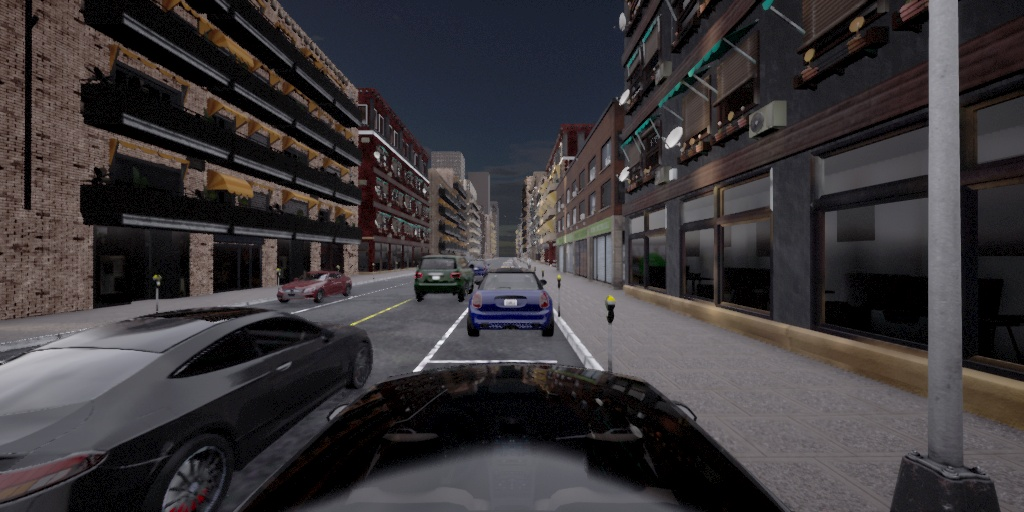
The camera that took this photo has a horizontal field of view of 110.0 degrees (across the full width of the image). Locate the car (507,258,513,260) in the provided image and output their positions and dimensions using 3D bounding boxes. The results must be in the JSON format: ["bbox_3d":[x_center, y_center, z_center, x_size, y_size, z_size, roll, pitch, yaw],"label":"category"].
[{"bbox_3d":[-0.456,1.275,39.173,1.751,1.417,4.829,0,0,0],"label":"car"}]

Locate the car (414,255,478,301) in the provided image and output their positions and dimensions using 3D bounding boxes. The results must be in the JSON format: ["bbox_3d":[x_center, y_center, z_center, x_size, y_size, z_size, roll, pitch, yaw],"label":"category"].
[{"bbox_3d":[-3.138,0.975,17.520,2.150,2.045,5.566,0,0,0],"label":"car"}]

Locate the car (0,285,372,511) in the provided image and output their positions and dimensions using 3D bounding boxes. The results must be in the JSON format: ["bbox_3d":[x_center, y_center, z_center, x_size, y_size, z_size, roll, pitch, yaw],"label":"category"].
[{"bbox_3d":[-3.145,1.275,3.848,1.812,1.442,4.674,0,0,0],"label":"car"}]

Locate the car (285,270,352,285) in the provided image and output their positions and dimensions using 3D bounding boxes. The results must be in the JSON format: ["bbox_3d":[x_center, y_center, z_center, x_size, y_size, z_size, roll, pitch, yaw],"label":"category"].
[{"bbox_3d":[-8.837,1.333,16.462,1.802,1.307,4.207,0,0,0],"label":"car"}]

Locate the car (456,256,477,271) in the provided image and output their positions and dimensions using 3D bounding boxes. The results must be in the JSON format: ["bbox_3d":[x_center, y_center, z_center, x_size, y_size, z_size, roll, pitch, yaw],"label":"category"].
[{"bbox_3d":[-6.154,0.974,49.436,2.150,2.045,5.566,0,0,0],"label":"car"}]

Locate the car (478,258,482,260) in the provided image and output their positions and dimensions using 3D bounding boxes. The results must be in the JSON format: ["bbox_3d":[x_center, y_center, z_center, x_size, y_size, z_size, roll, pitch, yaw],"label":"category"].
[{"bbox_3d":[-3.128,1.101,33.354,2.097,1.767,4.553,0,0,0],"label":"car"}]

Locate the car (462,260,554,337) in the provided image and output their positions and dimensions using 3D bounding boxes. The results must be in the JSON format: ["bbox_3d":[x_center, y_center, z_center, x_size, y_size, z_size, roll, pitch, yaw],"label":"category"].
[{"bbox_3d":[-0.032,1.103,10.469,2.097,1.767,4.553,0,0,0],"label":"car"}]
